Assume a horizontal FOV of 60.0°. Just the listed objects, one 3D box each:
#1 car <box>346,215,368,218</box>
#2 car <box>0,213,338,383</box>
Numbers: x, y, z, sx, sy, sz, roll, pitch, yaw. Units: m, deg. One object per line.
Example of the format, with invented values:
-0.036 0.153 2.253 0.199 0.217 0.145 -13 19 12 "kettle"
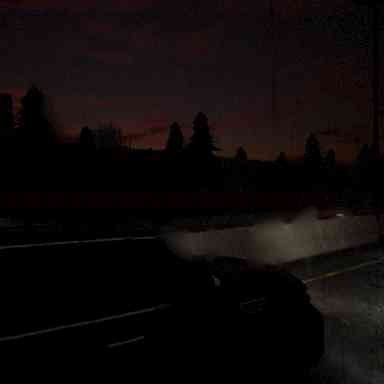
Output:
9.095 1.353 20.032 4.553 1.767 2.097 0 0 -38 "car"
-1.141 1.230 3.043 5.566 2.045 2.150 0 0 -36 "car"
